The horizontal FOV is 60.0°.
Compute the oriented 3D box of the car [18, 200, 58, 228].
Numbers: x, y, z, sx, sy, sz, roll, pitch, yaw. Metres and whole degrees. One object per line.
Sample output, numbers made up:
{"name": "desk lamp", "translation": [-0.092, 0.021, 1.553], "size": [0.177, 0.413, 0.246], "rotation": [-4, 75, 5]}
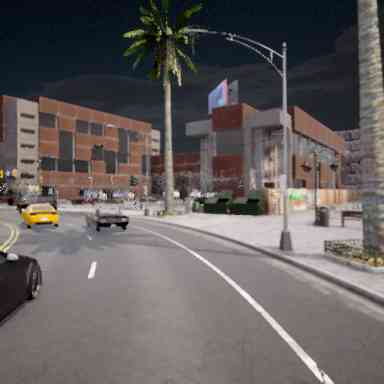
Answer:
{"name": "car", "translation": [-10.618, 1.570, 23.103], "size": [1.882, 1.535, 5.008], "rotation": [0, 0, -32]}

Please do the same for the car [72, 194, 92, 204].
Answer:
{"name": "car", "translation": [-19.649, 1.444, 60.237], "size": [4.553, 1.767, 2.185], "rotation": [0, 0, 34]}

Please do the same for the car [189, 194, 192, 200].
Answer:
{"name": "car", "translation": [0.626, 1.480, 60.281], "size": [4.674, 1.452, 2.002], "rotation": [0, 0, 34]}

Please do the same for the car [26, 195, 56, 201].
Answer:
{"name": "car", "translation": [-16.186, 1.363, 34.906], "size": [5.566, 2.045, 2.150], "rotation": [0, 0, 42]}

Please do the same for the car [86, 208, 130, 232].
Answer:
{"name": "car", "translation": [-5.469, 1.658, 21.030], "size": [1.895, 1.301, 4.718], "rotation": [0, 0, -27]}

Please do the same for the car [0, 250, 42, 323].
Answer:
{"name": "car", "translation": [-4.119, 1.596, 5.677], "size": [1.994, 1.385, 4.181], "rotation": [0, 0, -7]}
